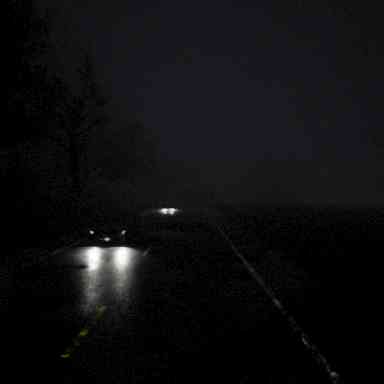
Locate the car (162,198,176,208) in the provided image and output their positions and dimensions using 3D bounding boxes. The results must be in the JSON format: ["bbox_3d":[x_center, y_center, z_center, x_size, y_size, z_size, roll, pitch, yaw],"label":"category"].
[{"bbox_3d":[-3.563,1.745,51.908,2.128,1.511,4.902,0,0,0],"label":"car"}]

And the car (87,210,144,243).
[{"bbox_3d":[-3.601,1.635,16.787,2.033,1.411,5.357,0,0,0],"label":"car"}]
